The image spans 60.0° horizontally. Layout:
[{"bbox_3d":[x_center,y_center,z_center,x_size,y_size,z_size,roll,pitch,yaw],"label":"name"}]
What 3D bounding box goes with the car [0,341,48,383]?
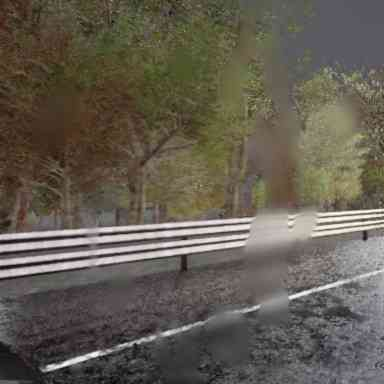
[{"bbox_3d":[-2.888,1.358,0.896,4.902,1.511,2.128,2,8,-37],"label":"car"}]
